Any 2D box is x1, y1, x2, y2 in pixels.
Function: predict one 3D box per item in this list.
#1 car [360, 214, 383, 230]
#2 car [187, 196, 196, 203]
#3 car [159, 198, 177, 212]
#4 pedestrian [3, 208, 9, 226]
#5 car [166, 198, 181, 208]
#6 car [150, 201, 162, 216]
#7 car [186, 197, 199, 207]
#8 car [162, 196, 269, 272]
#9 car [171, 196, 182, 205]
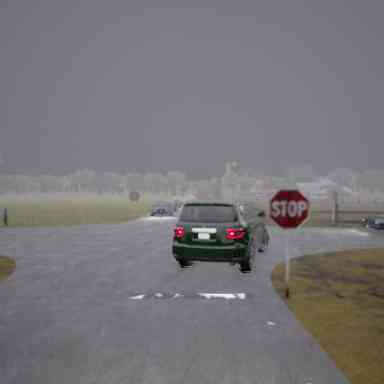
[{"bbox_3d":[12.608,1.558,18.881,5.357,1.411,2.033,0,1,0],"label":"car"},{"bbox_3d":[-0.020,1.610,73.437,1.882,1.535,5.008,0,0,0],"label":"car"},{"bbox_3d":[-2.850,1.543,41.193,1.882,1.535,5.008,0,0,0],"label":"car"},{"bbox_3d":[-12.188,1.654,21.807,0.500,1.100,0.500,0,1,0],"label":"pedestrian"},{"bbox_3d":[-2.842,1.649,51.005,1.994,1.385,4.181,0,0,0],"label":"car"},{"bbox_3d":[-2.855,1.613,32.458,1.994,1.385,4.181,0,0,0],"label":"car"},{"bbox_3d":[0.092,1.640,54.639,2.033,1.411,5.357,0,0,0],"label":"car"},{"bbox_3d":[1.166,1.242,11.215,2.150,2.045,5.566,0,0,18],"label":"car"},{"bbox_3d":[-2.772,1.583,61.066,1.882,1.535,5.008,0,0,0],"label":"car"}]
